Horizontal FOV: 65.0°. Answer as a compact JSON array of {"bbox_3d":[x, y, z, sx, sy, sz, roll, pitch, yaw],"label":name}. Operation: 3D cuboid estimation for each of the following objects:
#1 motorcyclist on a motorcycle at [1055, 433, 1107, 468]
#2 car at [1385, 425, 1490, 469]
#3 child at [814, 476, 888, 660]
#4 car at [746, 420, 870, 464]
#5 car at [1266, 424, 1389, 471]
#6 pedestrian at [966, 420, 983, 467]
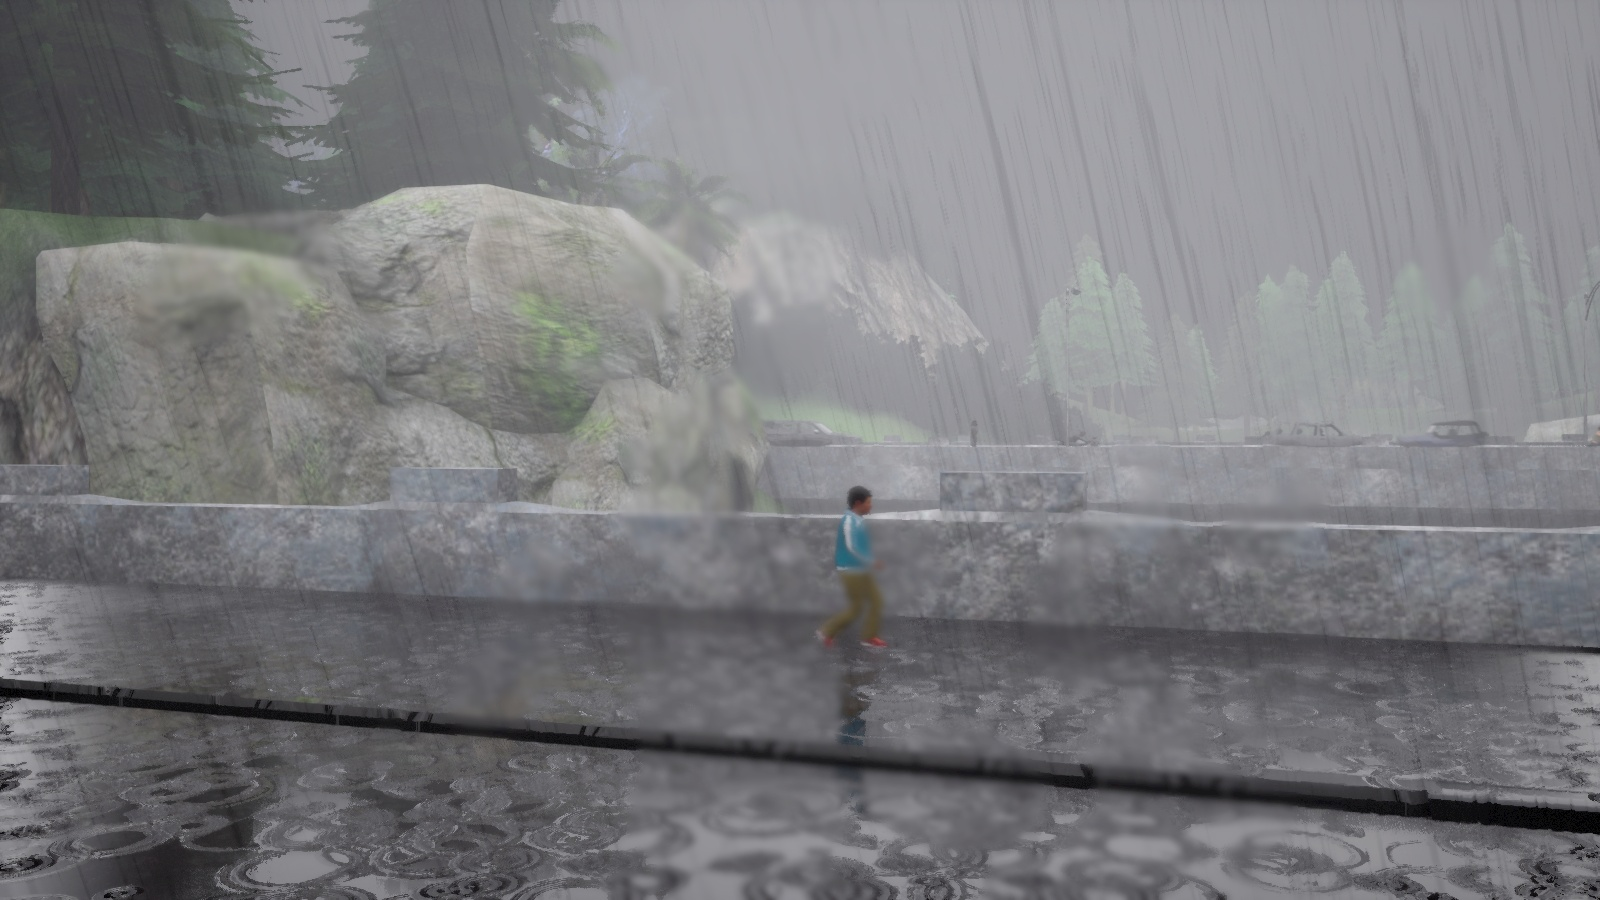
[{"bbox_3d":[12.536,0.013,55.950,2.191,1.530,0.866,0,1,19],"label":"motorcyclist on a motorcycle"},{"bbox_3d":[27.866,-0.154,55.025,3.866,1.878,1.905,1,1,19],"label":"car"},{"bbox_3d":[0.348,0.782,8.451,0.448,1.192,0.343,0,1,11],"label":"child"},{"bbox_3d":[0.387,-0.414,60.021,5.566,2.045,2.150,0,1,19],"label":"car"},{"bbox_3d":[22.064,-0.121,52.752,4.605,1.855,1.932,1,1,19],"label":"car"},{"bbox_3d":[7.248,-0.272,52.207,0.666,1.930,0.402,0,1,13],"label":"pedestrian"}]
